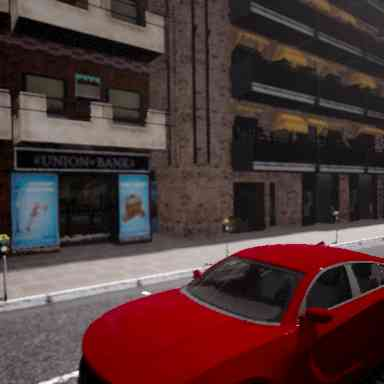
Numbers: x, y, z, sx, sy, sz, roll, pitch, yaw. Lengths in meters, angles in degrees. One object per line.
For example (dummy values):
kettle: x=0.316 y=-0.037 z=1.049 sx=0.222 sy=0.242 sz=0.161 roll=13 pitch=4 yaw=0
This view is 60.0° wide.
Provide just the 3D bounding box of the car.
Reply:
car: x=1.168 y=1.458 z=4.211 sx=5.008 sy=1.535 sz=1.882 roll=0 pitch=0 yaw=-35
